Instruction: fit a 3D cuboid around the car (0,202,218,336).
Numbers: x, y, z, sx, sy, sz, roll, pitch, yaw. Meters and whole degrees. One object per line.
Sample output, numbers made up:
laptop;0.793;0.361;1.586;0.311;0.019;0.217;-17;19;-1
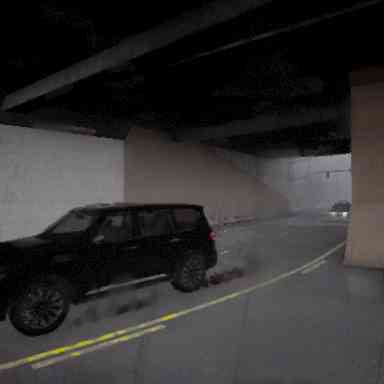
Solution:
car;-1.827;1.286;7.297;5.566;2.045;2.150;0;0;-43

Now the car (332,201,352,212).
car;18.817;1.757;41.445;1.994;1.385;4.181;-1;0;34
